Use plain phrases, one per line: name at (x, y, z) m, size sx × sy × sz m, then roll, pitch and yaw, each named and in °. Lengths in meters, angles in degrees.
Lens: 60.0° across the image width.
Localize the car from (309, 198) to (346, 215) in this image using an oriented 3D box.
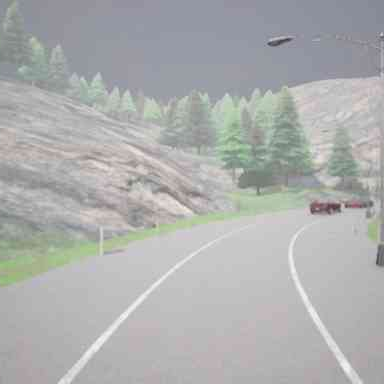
car at (13.386, 1.380, 33.228) m, size 1.882 × 1.535 × 5.008 m, roll -1°, pitch 1°, yaw 40°

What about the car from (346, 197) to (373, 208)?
car at (20.429, 1.234, 40.717) m, size 4.181 × 1.385 × 1.994 m, roll -2°, pitch 1°, yaw -40°
